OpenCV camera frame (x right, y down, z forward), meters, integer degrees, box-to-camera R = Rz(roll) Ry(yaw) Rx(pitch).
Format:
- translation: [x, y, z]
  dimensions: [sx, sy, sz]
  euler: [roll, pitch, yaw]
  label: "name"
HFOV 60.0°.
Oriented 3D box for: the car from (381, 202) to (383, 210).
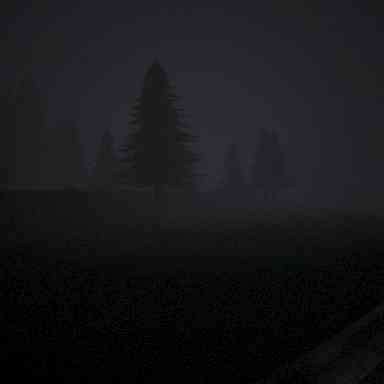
- translation: [27.025, 1.735, 45.182]
  dimensions: [1.837, 1.490, 4.892]
  euler: [0, 0, 25]
  label: "car"
